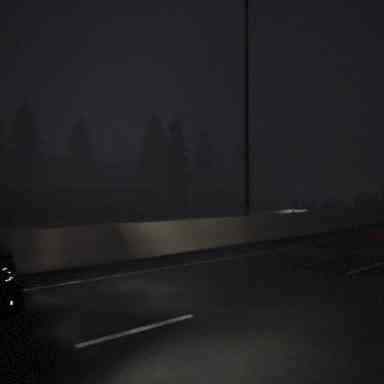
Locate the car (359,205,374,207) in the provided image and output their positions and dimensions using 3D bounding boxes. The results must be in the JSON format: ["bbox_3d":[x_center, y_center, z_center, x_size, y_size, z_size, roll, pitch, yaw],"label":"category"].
[{"bbox_3d":[19.653,1.086,37.364,2.150,2.045,5.566,0,1,35],"label":"car"}]

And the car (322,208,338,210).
[{"bbox_3d":[16.548,1.420,38.989,2.033,1.411,5.357,0,0,36],"label":"car"}]

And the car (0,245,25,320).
[{"bbox_3d":[-5.290,1.228,4.272,5.566,2.045,2.150,0,0,-36],"label":"car"}]
